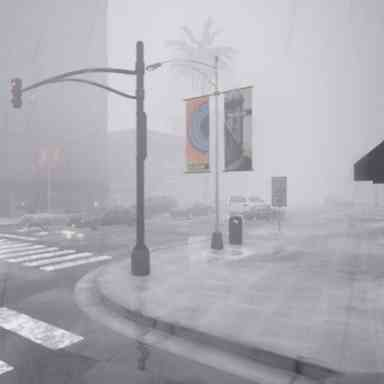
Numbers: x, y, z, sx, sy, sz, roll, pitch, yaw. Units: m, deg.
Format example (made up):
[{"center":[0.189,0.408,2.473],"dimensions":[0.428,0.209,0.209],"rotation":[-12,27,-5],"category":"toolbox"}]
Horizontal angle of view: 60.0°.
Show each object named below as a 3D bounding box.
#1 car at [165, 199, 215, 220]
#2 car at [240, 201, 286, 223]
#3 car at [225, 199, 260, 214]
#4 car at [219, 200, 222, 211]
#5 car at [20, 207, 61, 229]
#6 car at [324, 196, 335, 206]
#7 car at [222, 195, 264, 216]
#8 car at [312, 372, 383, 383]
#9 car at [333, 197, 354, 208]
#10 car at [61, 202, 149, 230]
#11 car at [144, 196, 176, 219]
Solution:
[{"center":[0.071,1.601,30.184],"dimensions":[1.882,1.535,5.008],"rotation":[0,0,35],"category":"car"},{"center":[6.049,1.702,27.034],"dimensions":[1.895,1.301,4.718],"rotation":[0,0,35],"category":"car"},{"center":[5.907,1.636,38.435],"dimensions":[2.128,1.511,4.902],"rotation":[0,0,35],"category":"car"},{"center":[2.444,1.631,39.162],"dimensions":[1.882,1.535,5.008],"rotation":[0,0,35],"category":"car"},{"center":[-9.116,1.716,22.821],"dimensions":[1.895,1.301,4.718],"rotation":[0,0,35],"category":"car"},{"center":[25.385,1.564,60.057],"dimensions":[2.097,1.767,4.553],"rotation":[0,0,35],"category":"car"},{"center":[5.465,1.343,31.845],"dimensions":[2.150,2.045,5.566],"rotation":[0,0,35],"category":"car"},{"center":[2.410,1.544,1.127],"dimensions":[4.403,1.369,2.008],"rotation":[0,0,36],"category":"car"},{"center":[24.632,1.745,53.356],"dimensions":[1.994,1.385,4.181],"rotation":[0,0,35],"category":"car"},{"center":[-5.596,1.653,22.159],"dimensions":[2.033,1.411,5.357],"rotation":[0,0,35],"category":"car"},{"center":[-3.480,1.354,30.795],"dimensions":[2.150,2.045,5.566],"rotation":[0,0,35],"category":"car"}]
